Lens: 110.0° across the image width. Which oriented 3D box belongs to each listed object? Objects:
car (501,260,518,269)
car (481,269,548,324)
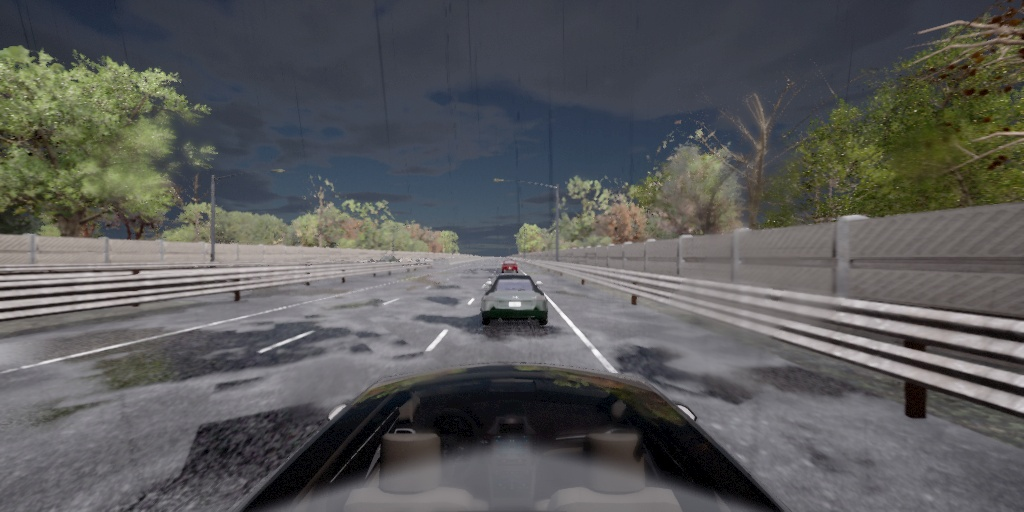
[{"bbox_3d":[-0.286,1.225,43.757,1.882,1.535,5.008,0,0,-1],"label":"car"},{"bbox_3d":[0.069,1.312,11.966,1.994,1.385,4.181,0,0,0],"label":"car"}]
